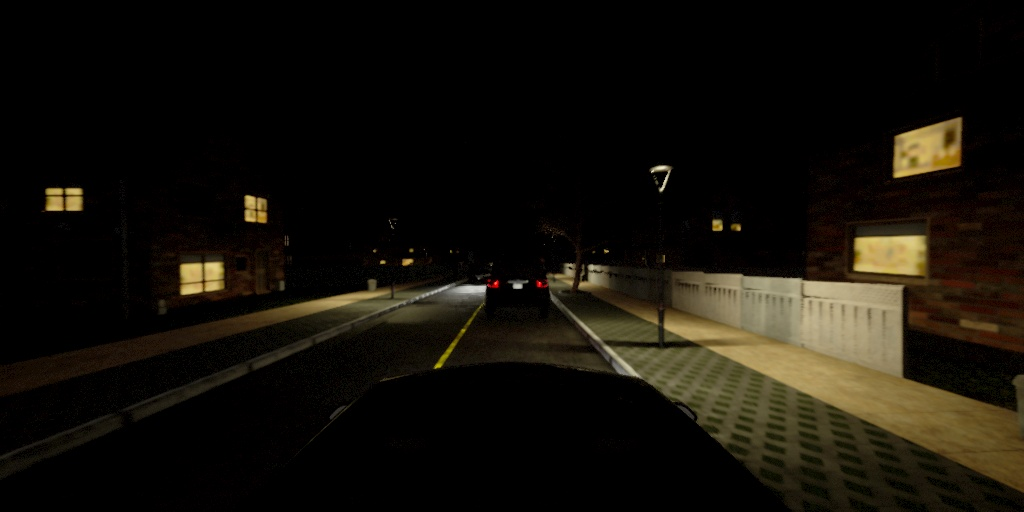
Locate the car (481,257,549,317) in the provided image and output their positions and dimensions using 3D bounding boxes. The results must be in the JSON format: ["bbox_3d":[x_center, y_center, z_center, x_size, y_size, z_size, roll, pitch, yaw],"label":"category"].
[{"bbox_3d":[0.172,1.081,13.921,2.150,2.045,5.566,0,-1,0],"label":"car"}]

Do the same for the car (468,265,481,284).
[{"bbox_3d":[-2.547,1.527,30.511,2.128,1.511,4.902,0,-1,1],"label":"car"}]
